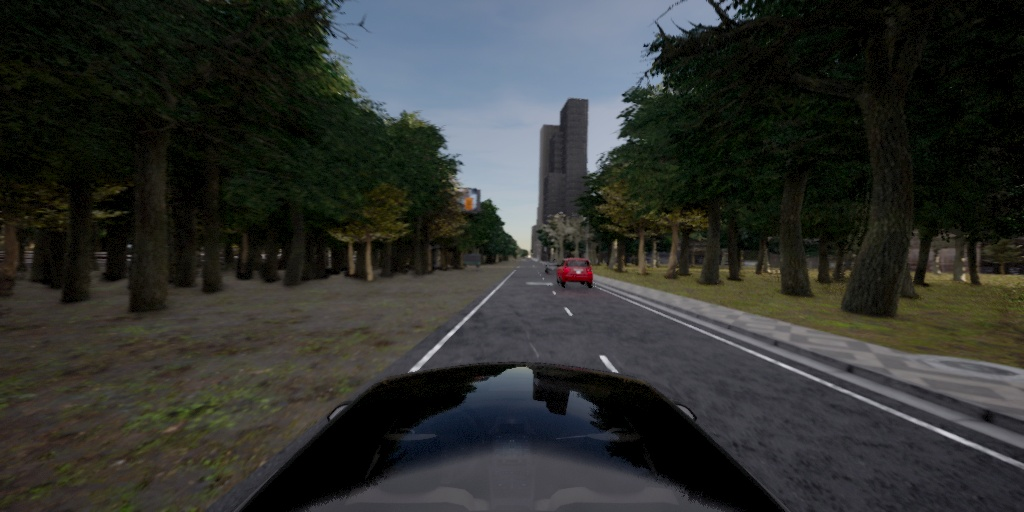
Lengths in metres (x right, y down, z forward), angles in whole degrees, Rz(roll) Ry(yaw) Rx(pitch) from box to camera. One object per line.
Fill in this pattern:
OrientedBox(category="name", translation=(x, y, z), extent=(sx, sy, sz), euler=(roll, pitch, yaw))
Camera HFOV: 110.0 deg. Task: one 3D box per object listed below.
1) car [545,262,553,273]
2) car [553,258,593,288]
OrientedBox(category="car", translation=(5.607, 1.628, 50.470), extent=(2.128, 1.511, 4.902), euler=(1, 0, 3))
OrientedBox(category="car", translation=(4.576, 1.209, 26.675), extent=(2.150, 2.045, 5.566), euler=(1, 0, 3))
